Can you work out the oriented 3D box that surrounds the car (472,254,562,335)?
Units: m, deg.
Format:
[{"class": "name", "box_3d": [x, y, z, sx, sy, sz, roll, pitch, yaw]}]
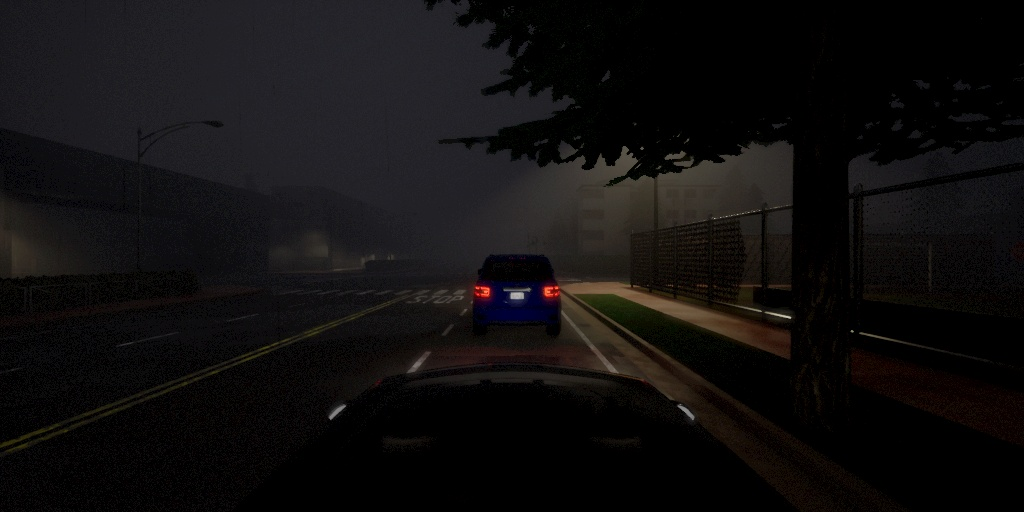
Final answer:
[{"class": "car", "box_3d": [0.125, 0.971, 10.594, 2.150, 2.045, 5.566, 0, 0, 0]}]

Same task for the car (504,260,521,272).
[{"class": "car", "box_3d": [0.067, 1.241, 46.450, 2.128, 1.511, 4.902, 0, 0, -1]}]
